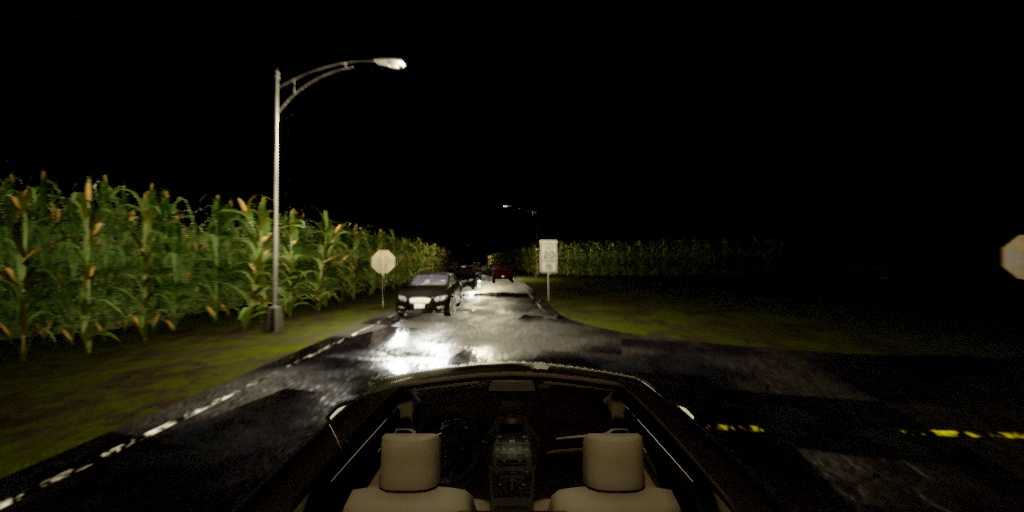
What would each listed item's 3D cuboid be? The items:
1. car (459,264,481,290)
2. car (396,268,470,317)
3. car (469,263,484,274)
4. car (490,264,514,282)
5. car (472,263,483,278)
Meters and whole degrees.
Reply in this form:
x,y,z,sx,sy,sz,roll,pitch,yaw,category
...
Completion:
x,y,z,sx,sy,sz,roll,pitch,yaw,category
-3.418,1.529,25.233,1.812,1.442,4.674,0,0,-3,car
-3.038,1.377,13.947,2.128,1.511,4.902,0,-1,-2,car
-5.363,1.821,53.669,2.128,1.511,4.902,0,-1,-6,car
-0.924,1.631,33.761,1.812,1.442,4.674,0,-1,-4,car
-4.187,1.650,38.459,1.837,1.490,4.892,0,0,-4,car
